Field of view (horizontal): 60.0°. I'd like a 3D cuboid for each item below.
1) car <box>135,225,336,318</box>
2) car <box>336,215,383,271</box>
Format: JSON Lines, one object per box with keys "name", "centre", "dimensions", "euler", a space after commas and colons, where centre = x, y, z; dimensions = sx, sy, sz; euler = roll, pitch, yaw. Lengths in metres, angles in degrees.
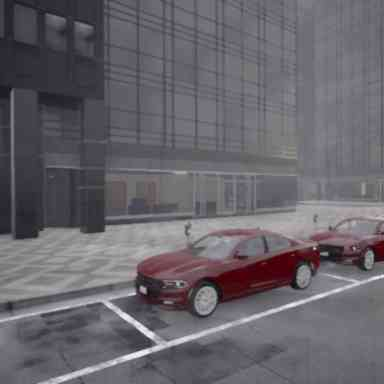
{"name": "car", "centre": [0.949, 1.506, 7.323], "dimensions": [4.507, 1.381, 1.887], "euler": [-1, 0, -35]}
{"name": "car", "centre": [5.538, 1.462, 10.595], "dimensions": [4.507, 1.381, 1.887], "euler": [-1, 0, -35]}
